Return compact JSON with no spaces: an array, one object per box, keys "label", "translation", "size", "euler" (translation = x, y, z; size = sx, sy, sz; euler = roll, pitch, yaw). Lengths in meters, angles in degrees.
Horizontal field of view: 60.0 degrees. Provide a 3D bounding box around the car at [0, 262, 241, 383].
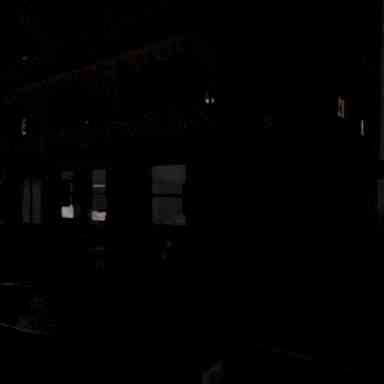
[{"label":"car","translation":[-1.519,1.538,3.958],"size":[4.313,1.339,1.947],"euler":[1,0,36]}]
